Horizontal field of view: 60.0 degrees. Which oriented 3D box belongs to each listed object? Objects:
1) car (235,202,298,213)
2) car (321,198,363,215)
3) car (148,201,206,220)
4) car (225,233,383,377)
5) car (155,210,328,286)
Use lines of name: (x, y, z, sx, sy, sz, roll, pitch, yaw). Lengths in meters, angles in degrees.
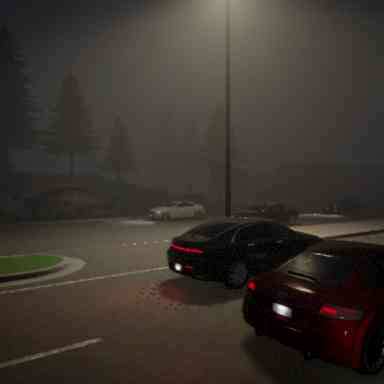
car: (4.637, 1.393, 20.945, 4.892, 1.490, 1.837, 0, 0, -34)
car: (14.288, 1.314, 31.548, 4.892, 1.490, 1.837, 0, 0, -33)
car: (-1.093, 1.410, 25.521, 4.674, 1.442, 1.812, 0, 0, -34)
car: (2.844, 1.529, 5.568, 4.181, 1.385, 1.994, 0, 0, -35)
car: (1.663, 1.457, 9.006, 4.892, 1.490, 1.837, 0, 0, -35)
